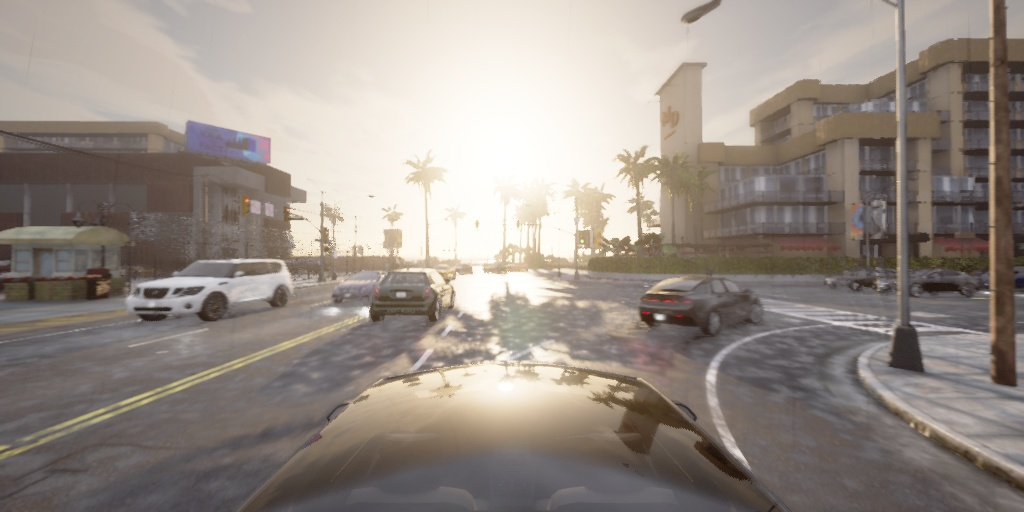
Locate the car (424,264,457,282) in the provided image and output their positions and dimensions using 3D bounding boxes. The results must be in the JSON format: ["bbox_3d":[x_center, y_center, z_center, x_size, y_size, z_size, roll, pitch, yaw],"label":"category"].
[{"bbox_3d":[-6.853,1.611,34.874,1.882,1.535,5.008,0,-1,4],"label":"car"}]

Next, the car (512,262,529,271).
[{"bbox_3d":[0.992,1.833,64.939,2.097,1.767,4.553,-1,-1,40],"label":"car"}]

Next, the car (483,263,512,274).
[{"bbox_3d":[-2.419,1.822,53.218,1.882,1.535,5.008,0,-1,27],"label":"car"}]

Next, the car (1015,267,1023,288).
[{"bbox_3d":[32.278,1.492,20.341,4.674,1.442,1.812,0,-1,0],"label":"car"}]

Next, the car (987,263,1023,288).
[{"bbox_3d":[32.572,1.359,23.847,4.553,1.767,2.097,0,-1,0],"label":"car"}]

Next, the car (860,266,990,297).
[{"bbox_3d":[23.316,1.457,20.274,4.902,1.511,2.128,0,-1,0],"label":"car"}]

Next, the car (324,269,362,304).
[{"bbox_3d":[-7.093,1.462,17.827,1.812,1.442,4.674,0,-1,0],"label":"car"}]

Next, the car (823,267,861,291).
[{"bbox_3d":[23.473,1.497,23.776,4.902,1.511,2.128,0,-1,0],"label":"car"}]

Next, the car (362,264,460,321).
[{"bbox_3d":[-3.405,1.234,13.130,2.097,1.767,4.553,0,-1,0],"label":"car"}]

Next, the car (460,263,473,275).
[{"bbox_3d":[-7.250,1.794,50.797,1.882,1.535,5.008,0,-1,21],"label":"car"}]

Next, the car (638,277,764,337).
[{"bbox_3d":[5.780,1.361,10.838,4.892,1.490,1.837,0,-3,-37],"label":"car"}]

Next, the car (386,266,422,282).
[{"bbox_3d":[-10.317,1.694,34.613,1.994,1.385,4.181,0,-1,3],"label":"car"}]

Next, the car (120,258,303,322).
[{"bbox_3d":[-10.601,1.105,13.314,2.150,2.045,5.566,0,-1,0],"label":"car"}]
